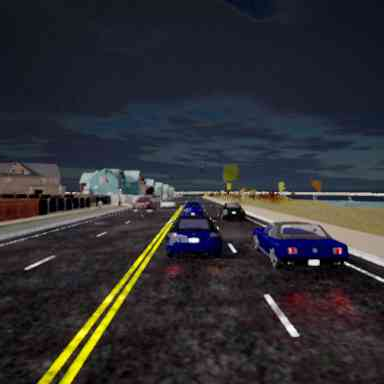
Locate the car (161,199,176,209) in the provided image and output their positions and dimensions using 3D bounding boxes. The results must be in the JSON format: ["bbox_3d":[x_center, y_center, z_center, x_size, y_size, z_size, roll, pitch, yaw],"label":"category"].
[{"bbox_3d":[-3.299,1.697,46.433,1.895,1.301,4.718,0,0,0],"label":"car"}]

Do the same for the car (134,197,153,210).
[{"bbox_3d":[-6.555,1.445,45.274,2.097,1.767,4.553,0,0,0],"label":"car"}]

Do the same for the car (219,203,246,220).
[{"bbox_3d":[3.331,1.616,28.306,1.994,1.385,4.181,0,0,0],"label":"car"}]

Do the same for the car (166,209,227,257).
[{"bbox_3d":[0.077,1.586,13.117,1.994,1.385,4.181,0,0,0],"label":"car"}]

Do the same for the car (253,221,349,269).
[{"bbox_3d":[3.315,1.619,11.192,1.895,1.301,4.718,0,0,0],"label":"car"}]

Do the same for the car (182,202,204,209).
[{"bbox_3d":[0.083,1.579,28.560,1.812,1.442,4.674,0,0,0],"label":"car"}]
